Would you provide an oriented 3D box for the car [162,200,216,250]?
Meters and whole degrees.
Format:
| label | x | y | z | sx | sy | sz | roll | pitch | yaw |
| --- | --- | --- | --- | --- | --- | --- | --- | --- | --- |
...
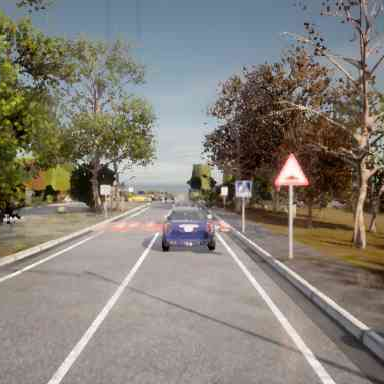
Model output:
| label | x | y | z | sx | sy | sz | roll | pitch | yaw |
| --- | --- | --- | --- | --- | --- | --- | --- | --- | --- |
| car | -0.172 | 1.420 | 14.666 | 2.097 | 1.767 | 4.553 | 0 | 0 | -1 |

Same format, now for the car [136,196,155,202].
| label | x | y | z | sx | sy | sz | roll | pitch | yaw |
| --- | --- | --- | --- | --- | --- | --- | --- | --- | --- |
| car | -12.703 | 1.935 | 90.859 | 4.792 | 1.488 | 2.163 | 0 | -2 | -2 |

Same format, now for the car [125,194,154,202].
| label | x | y | z | sx | sy | sz | roll | pitch | yaw |
| --- | --- | --- | --- | --- | --- | --- | --- | --- | --- |
| car | -12.101 | 1.537 | 77.010 | 5.366 | 1.575 | 1.946 | 0 | -1 | -2 |

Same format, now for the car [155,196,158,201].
| label | x | y | z | sx | sy | sz | roll | pitch | yaw |
| --- | --- | --- | --- | --- | --- | --- | --- | --- | --- |
| car | -12.568 | 1.571 | 88.095 | 5.566 | 2.045 | 2.435 | 0 | -2 | -2 |

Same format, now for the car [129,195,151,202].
| label | x | y | z | sx | sy | sz | roll | pitch | yaw |
| --- | --- | --- | --- | --- | --- | --- | --- | --- | --- |
| car | -12.369 | 1.601 | 79.772 | 4.892 | 1.521 | 2.231 | 0 | -1 | -2 |

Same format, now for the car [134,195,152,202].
| label | x | y | z | sx | sy | sz | roll | pitch | yaw |
| --- | --- | --- | --- | --- | --- | --- | --- | --- | --- |
| car | -12.550 | 1.617 | 85.320 | 4.553 | 1.767 | 2.185 | 0 | -2 | -2 |

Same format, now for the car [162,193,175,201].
| label | x | y | z | sx | sy | sz | roll | pitch | yaw |
| --- | --- | --- | --- | --- | --- | --- | --- | --- | --- |
| car | -5.188 | 1.236 | 76.635 | 2.150 | 2.045 | 5.566 | 0 | -1 | -2 |
